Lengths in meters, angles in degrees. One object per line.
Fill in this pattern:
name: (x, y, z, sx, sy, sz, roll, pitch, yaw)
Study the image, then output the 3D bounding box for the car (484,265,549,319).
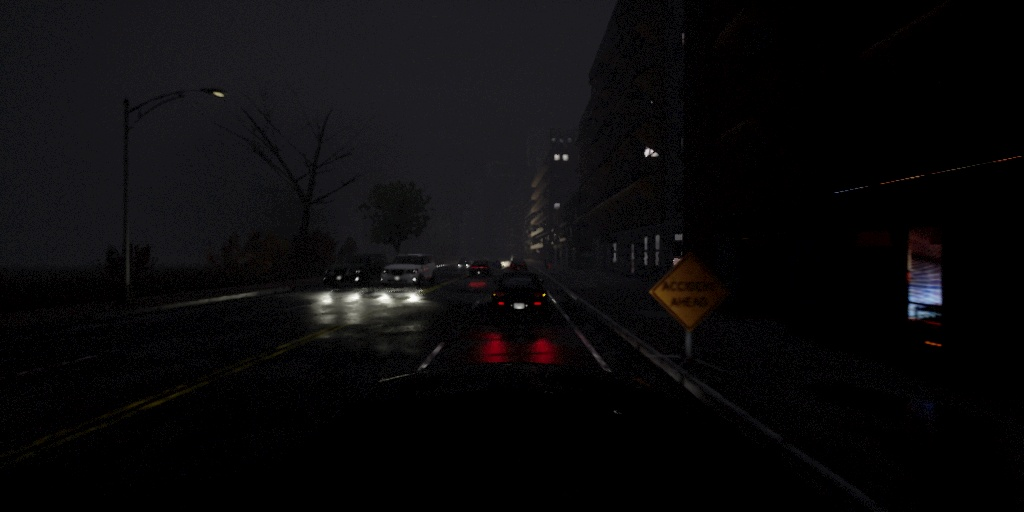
car: (0.247, 1.230, 12.421, 1.812, 1.442, 4.674, 0, 0, 1)

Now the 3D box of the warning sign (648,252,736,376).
warning sign: (2.885, 0.863, 5.871, 1.300, 1.860, 1.060, 0, 0, 1)

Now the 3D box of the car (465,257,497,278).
car: (-2.701, 1.106, 32.199, 1.837, 1.490, 4.892, 0, 1, 1)

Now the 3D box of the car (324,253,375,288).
car: (-9.515, 0.829, 22.589, 2.150, 2.045, 5.566, 0, 0, 1)

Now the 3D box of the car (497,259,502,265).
car: (-2.450, 1.090, 49.236, 1.994, 1.385, 4.181, 0, 0, 1)

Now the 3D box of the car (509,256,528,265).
car: (0.676, 1.068, 38.303, 1.882, 1.535, 5.008, 0, 1, 1)

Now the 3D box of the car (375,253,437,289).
car: (-6.267, 0.847, 22.454, 2.150, 2.045, 5.566, 0, 0, 1)
